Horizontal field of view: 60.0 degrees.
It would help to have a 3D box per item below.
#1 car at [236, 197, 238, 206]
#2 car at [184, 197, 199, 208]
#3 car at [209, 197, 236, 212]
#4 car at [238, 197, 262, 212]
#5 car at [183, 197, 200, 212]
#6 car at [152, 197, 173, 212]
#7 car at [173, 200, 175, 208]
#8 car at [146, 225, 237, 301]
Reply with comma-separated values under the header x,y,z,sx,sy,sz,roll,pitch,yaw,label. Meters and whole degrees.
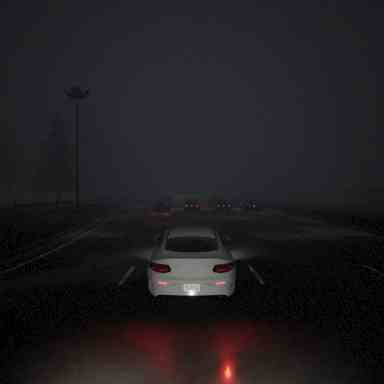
x,y,z,sx,sy,sz,roll,pitch,yaw,label
6.963,1.526,49.215,1.812,1.442,4.674,0,0,0,car
-0.037,1.491,49.209,2.128,1.511,4.902,0,0,0,car
3.471,1.547,38.793,2.033,1.411,5.357,0,0,0,car
6.970,1.564,39.212,1.994,1.385,4.181,0,0,0,car
-0.029,1.547,38.790,2.033,1.411,5.357,0,0,0,car
-3.530,1.526,39.204,1.812,1.442,4.674,0,0,0,car
-3.537,1.491,49.207,2.128,1.511,4.902,0,0,0,car
-0.006,1.526,8.181,1.812,1.442,4.674,0,0,0,car
